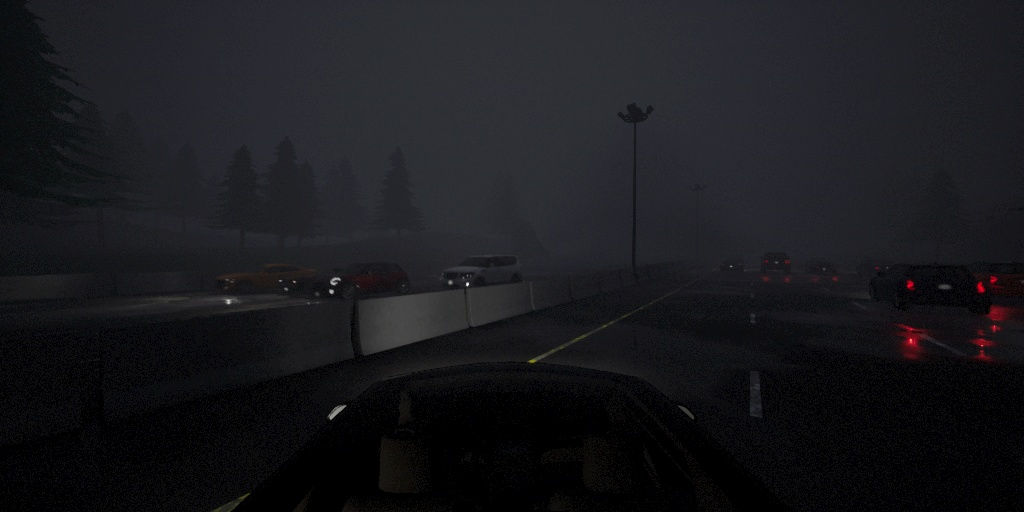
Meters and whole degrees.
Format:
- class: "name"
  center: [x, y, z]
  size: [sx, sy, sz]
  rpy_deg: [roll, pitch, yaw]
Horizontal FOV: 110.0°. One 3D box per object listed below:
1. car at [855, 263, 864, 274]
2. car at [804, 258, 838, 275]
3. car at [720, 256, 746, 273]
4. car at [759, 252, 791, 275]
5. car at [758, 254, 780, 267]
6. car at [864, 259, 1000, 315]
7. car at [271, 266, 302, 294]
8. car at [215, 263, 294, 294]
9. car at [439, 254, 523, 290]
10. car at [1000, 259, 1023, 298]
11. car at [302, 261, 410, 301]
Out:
- class: "car"
  center: [30.914, 0.960, 30.325]
  size: [2.033, 1.411, 5.357]
  rpy_deg: [0, 1, 32]
- class: "car"
  center: [28.852, 0.908, 33.568]
  size: [1.812, 1.442, 4.674]
  rpy_deg: [0, 1, 34]
- class: "car"
  center: [22.565, 0.956, 36.757]
  size: [1.994, 1.385, 4.181]
  rpy_deg: [0, 1, 34]
- class: "car"
  center: [25.095, 0.629, 34.239]
  size: [2.150, 2.045, 5.566]
  rpy_deg: [0, 1, 34]
- class: "car"
  center: [33.371, 0.584, 46.654]
  size: [2.128, 1.511, 4.902]
  rpy_deg: [0, 1, 33]
- class: "car"
  center: [15.646, 1.045, 13.740]
  size: [2.097, 1.767, 4.553]
  rpy_deg: [0, 0, 34]
- class: "car"
  center: [-10.044, 1.327, 19.726]
  size: [1.895, 1.301, 4.718]
  rpy_deg: [0, 0, 34]
- class: "car"
  center: [-13.752, 1.205, 20.471]
  size: [1.882, 1.535, 5.008]
  rpy_deg: [0, 0, 34]
- class: "car"
  center: [-1.501, 0.930, 19.922]
  size: [2.150, 2.045, 5.566]
  rpy_deg: [0, 0, 34]
- class: "car"
  center: [21.144, 1.005, 15.681]
  size: [2.097, 1.767, 4.553]
  rpy_deg: [0, 0, 34]
- class: "car"
  center: [-7.284, 1.082, 17.555]
  size: [2.097, 1.767, 4.553]
  rpy_deg: [0, 0, 34]
